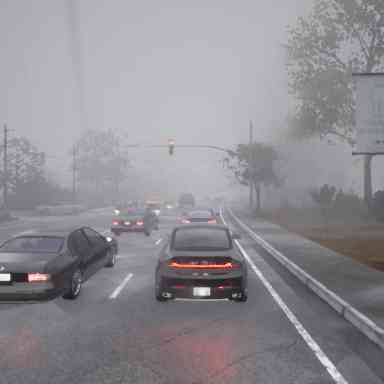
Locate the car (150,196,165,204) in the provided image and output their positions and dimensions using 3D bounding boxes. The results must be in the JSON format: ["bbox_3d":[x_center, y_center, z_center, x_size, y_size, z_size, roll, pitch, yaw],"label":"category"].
[{"bbox_3d":[-6.493,1.526,63.159,1.812,1.442,4.674,0,0,8],"label":"car"}]

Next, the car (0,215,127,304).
[{"bbox_3d":[-3.298,1.547,8.365,2.033,1.411,5.357,0,0,1],"label":"car"}]

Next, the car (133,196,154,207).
[{"bbox_3d":[-7.679,1.491,53.280,2.128,1.511,4.902,0,0,6],"label":"car"}]

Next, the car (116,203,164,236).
[{"bbox_3d":[-3.015,1.547,18.432,2.033,1.411,5.357,0,0,2],"label":"car"}]

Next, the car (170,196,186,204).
[{"bbox_3d":[-2.704,1.491,65.114,2.128,1.511,4.902,0,0,8],"label":"car"}]

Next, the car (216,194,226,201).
[{"bbox_3d":[7.525,1.393,85.393,2.128,1.511,4.902,0,0,10],"label":"car"}]

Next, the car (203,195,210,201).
[{"bbox_3d":[3.918,1.500,85.085,1.837,1.490,4.892,0,0,10],"label":"car"}]

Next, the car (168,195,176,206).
[{"bbox_3d":[-3.948,1.564,55.206,1.994,1.385,4.181,0,0,6],"label":"car"}]

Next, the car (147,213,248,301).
[{"bbox_3d":[0.214,1.505,8.283,1.837,1.490,4.892,0,0,1],"label":"car"}]

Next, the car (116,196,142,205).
[{"bbox_3d":[-8.557,1.352,44.333,2.097,1.767,4.553,0,0,5],"label":"car"}]

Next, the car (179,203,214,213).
[{"bbox_3d":[0.458,1.526,17.530,1.812,1.442,4.674,0,0,4],"label":"car"}]

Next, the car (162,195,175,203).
[{"bbox_3d":[-5.060,1.500,73.368,1.837,1.490,4.892,0,0,8],"label":"car"}]

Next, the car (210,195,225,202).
[{"bbox_3d":[5.848,1.519,75.269,1.812,1.442,4.674,0,0,9],"label":"car"}]

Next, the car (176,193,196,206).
[{"bbox_3d":[-0.687,1.221,49.903,2.150,2.045,5.566,0,0,4],"label":"car"}]

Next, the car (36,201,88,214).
[{"bbox_3d":[-13.207,1.601,34.053,4.718,1.301,1.895,0,0,0],"label":"car"}]

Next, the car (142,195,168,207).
[{"bbox_3d":[-4.959,1.478,45.322,1.882,1.535,5.008,0,0,5],"label":"car"}]

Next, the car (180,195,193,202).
[{"bbox_3d":[-1.236,1.524,75.280,2.128,1.511,4.902,0,0,9],"label":"car"}]
